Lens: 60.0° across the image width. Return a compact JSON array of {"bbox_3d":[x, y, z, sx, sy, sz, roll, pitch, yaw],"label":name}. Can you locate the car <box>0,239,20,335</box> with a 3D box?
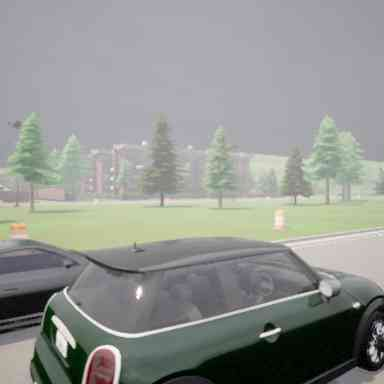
[{"bbox_3d":[-2.888,1.563,5.986,4.181,1.385,1.994,0,0,-36],"label":"car"}]

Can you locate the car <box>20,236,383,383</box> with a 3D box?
[{"bbox_3d":[0.583,1.351,4.163,4.553,1.767,2.097,0,0,-36],"label":"car"}]
